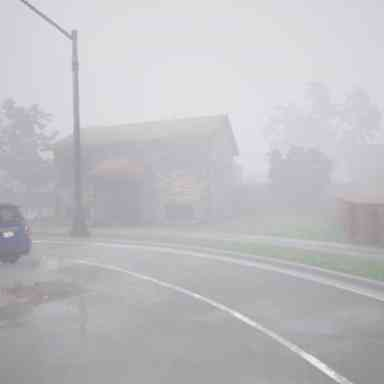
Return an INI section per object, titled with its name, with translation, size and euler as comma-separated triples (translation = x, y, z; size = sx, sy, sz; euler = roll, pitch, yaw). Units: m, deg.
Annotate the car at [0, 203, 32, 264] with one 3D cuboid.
[car]
translation = -7.926, 1.427, 11.009
size = 5.566, 2.045, 2.150
euler = -2, -1, 23
